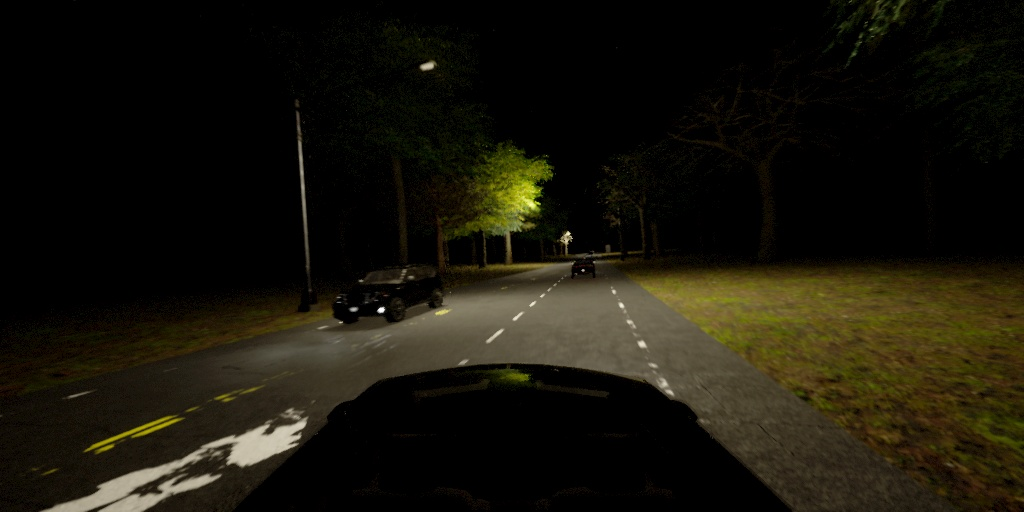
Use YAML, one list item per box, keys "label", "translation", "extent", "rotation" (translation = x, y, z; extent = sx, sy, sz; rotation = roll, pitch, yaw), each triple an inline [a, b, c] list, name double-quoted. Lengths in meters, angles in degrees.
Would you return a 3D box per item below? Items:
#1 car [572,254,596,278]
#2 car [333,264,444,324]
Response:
- label: "car"
  translation: [6.147, 0.953, 30.730]
  extent: [1.882, 1.535, 5.008]
  rotation: [-4, 0, 13]
- label: "car"
  translation: [-4.710, 1.406, 14.684]
  extent: [2.150, 2.045, 5.566]
  rotation: [-4, 0, 13]
